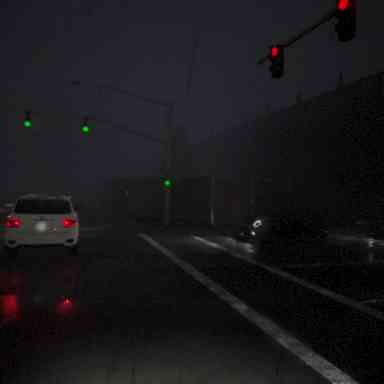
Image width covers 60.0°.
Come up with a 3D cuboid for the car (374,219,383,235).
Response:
[{"bbox_3d":[13.311,1.920,20.005,5.008,1.535,1.882,2,0,-19],"label":"car"}]

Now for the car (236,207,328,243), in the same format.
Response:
[{"bbox_3d":[4.554,1.531,16.902,4.553,1.767,2.097,2,0,-20],"label":"car"}]

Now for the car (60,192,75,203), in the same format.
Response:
[{"bbox_3d":[-20.043,0.880,53.885,2.128,1.511,4.902,2,0,-19],"label":"car"}]

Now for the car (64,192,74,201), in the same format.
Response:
[{"bbox_3d":[-23.497,0.810,63.697,1.812,1.442,4.674,2,0,-19],"label":"car"}]

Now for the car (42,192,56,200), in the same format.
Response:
[{"bbox_3d":[-26.758,0.734,62.420,2.033,1.411,5.357,2,0,-19],"label":"car"}]

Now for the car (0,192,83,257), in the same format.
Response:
[{"bbox_3d":[-5.388,1.074,12.483,2.150,2.045,5.566,2,0,-19],"label":"car"}]
